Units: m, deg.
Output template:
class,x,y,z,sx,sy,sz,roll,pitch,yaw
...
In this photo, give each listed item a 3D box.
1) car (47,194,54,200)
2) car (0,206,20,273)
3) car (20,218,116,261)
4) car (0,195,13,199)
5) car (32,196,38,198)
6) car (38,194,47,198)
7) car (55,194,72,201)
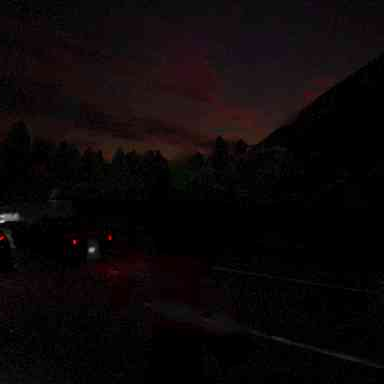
class,x,y,z,sx,sy,sz,roll,pitch,yaw
car,-30.132,1.209,76.481,1.895,1.301,4.718,0,1,33
car,-7.065,1.353,9.614,4.553,1.767,2.097,0,0,42
car,-4.937,1.602,12.373,4.718,1.301,1.895,0,0,42
car,-34.692,1.368,60.363,1.812,1.442,4.674,0,1,20
car,-35.791,1.152,80.600,2.033,1.411,5.357,0,1,33
car,-32.954,1.091,78.552,1.882,1.535,5.008,0,1,33
car,-27.279,1.140,74.458,2.128,1.511,4.902,0,1,33
